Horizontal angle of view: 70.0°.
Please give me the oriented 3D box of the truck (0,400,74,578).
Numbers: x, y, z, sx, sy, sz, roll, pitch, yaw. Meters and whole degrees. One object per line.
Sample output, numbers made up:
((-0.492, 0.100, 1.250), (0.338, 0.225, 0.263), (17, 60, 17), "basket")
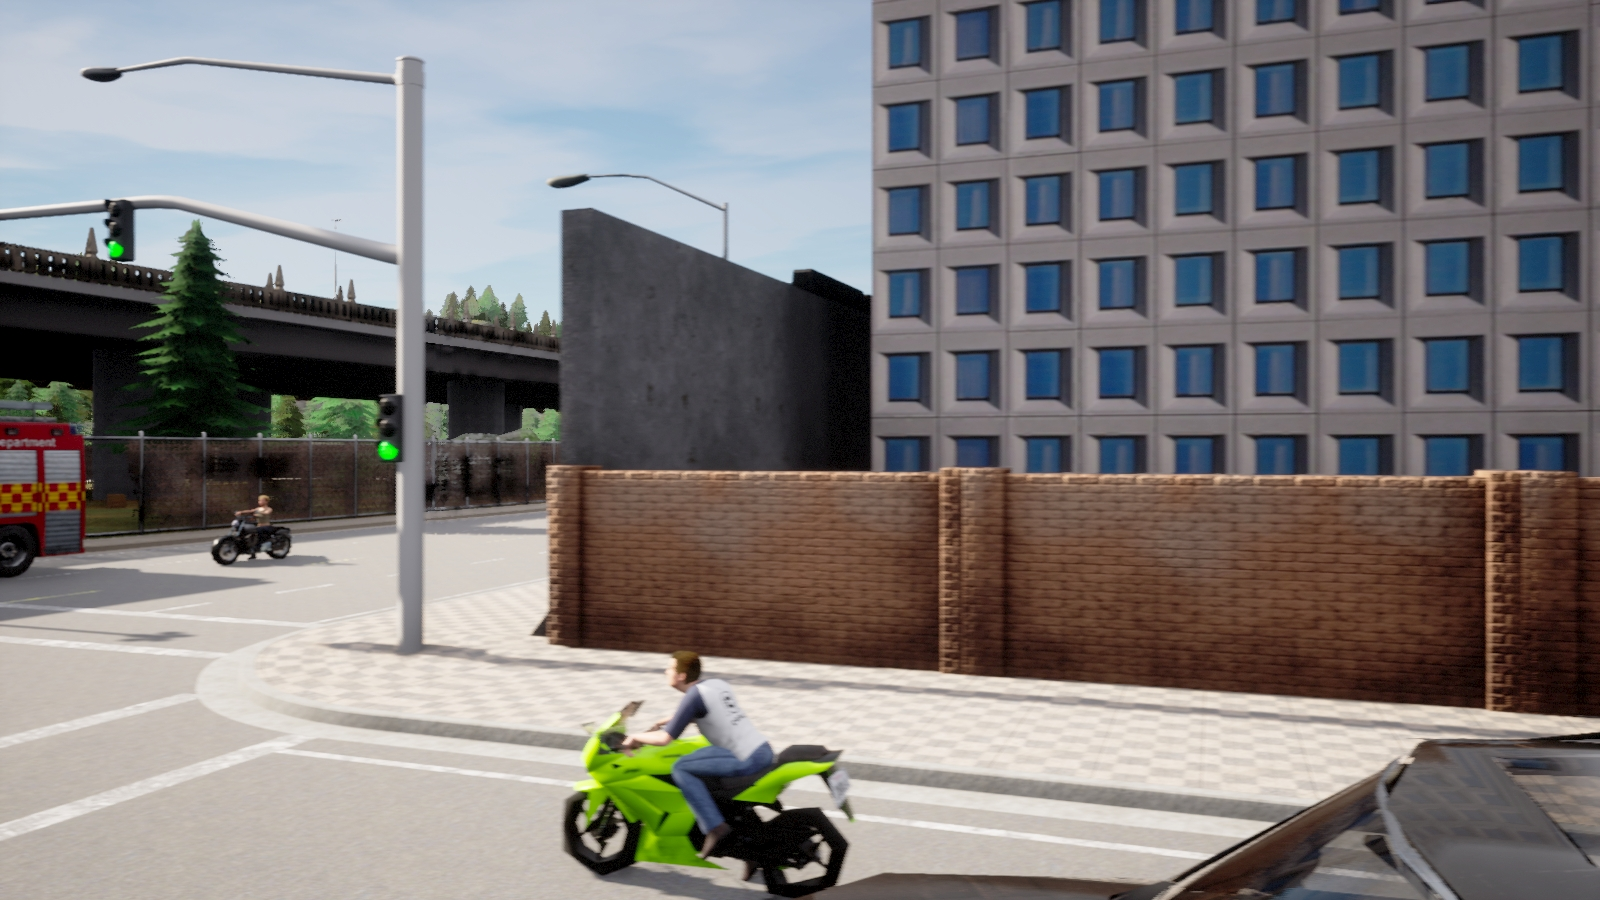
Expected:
((-19.384, 0.839, 22.609), (2.891, 3.827, 8.468), (0, 0, 20), "truck")

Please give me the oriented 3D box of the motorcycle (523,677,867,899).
((-0.664, 2.186, 7.266), (2.033, 1.199, 0.803), (0, 0, 20), "motorcycle")

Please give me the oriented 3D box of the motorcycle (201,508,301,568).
((-13.419, 2.115, 28.008), (0.764, 1.277, 2.356), (0, 0, 20), "motorcycle")

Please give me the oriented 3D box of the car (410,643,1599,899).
((2.143, 1.779, 2.520), (5.566, 2.045, 2.150), (0, 0, 20), "car")
